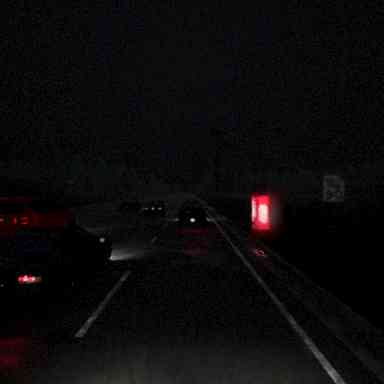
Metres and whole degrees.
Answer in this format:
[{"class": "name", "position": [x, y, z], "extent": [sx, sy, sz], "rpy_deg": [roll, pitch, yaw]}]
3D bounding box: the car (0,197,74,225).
[{"class": "car", "position": [-6.943, 1.213, 14.462], "extent": [2.150, 2.045, 5.566], "rpy_deg": [0, 0, 0]}]

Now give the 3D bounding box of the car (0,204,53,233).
[{"class": "car", "position": [-10.461, 1.514, 20.482], "extent": [1.812, 1.442, 4.674], "rpy_deg": [0, 0, 0]}]

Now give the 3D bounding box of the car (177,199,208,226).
[{"class": "car", "position": [0.031, 1.484, 23.157], "extent": [1.837, 1.490, 4.892], "rpy_deg": [0, 0, 0]}]

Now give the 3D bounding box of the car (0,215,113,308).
[{"class": "car", "position": [-3.421, 1.542, 8.152], "extent": [2.033, 1.411, 5.357], "rpy_deg": [0, 0, 0]}]

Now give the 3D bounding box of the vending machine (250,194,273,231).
[{"class": "vending machine", "position": [4.011, 1.175, 19.271], "extent": [1.100, 2.100, 0.880], "rpy_deg": [0, 0, 0]}]

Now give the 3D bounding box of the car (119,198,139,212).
[{"class": "car", "position": [-7.016, 1.447, 38.179], "extent": [1.882, 1.535, 5.008], "rpy_deg": [0, 0, 0]}]

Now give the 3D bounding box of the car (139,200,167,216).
[{"class": "car", "position": [-3.497, 1.520, 32.119], "extent": [2.033, 1.411, 5.357], "rpy_deg": [0, 0, 0]}]

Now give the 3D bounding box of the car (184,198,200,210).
[{"class": "car", "position": [-0.027, 1.525, 42.020], "extent": [1.994, 1.385, 4.181], "rpy_deg": [0, 0, 0]}]
